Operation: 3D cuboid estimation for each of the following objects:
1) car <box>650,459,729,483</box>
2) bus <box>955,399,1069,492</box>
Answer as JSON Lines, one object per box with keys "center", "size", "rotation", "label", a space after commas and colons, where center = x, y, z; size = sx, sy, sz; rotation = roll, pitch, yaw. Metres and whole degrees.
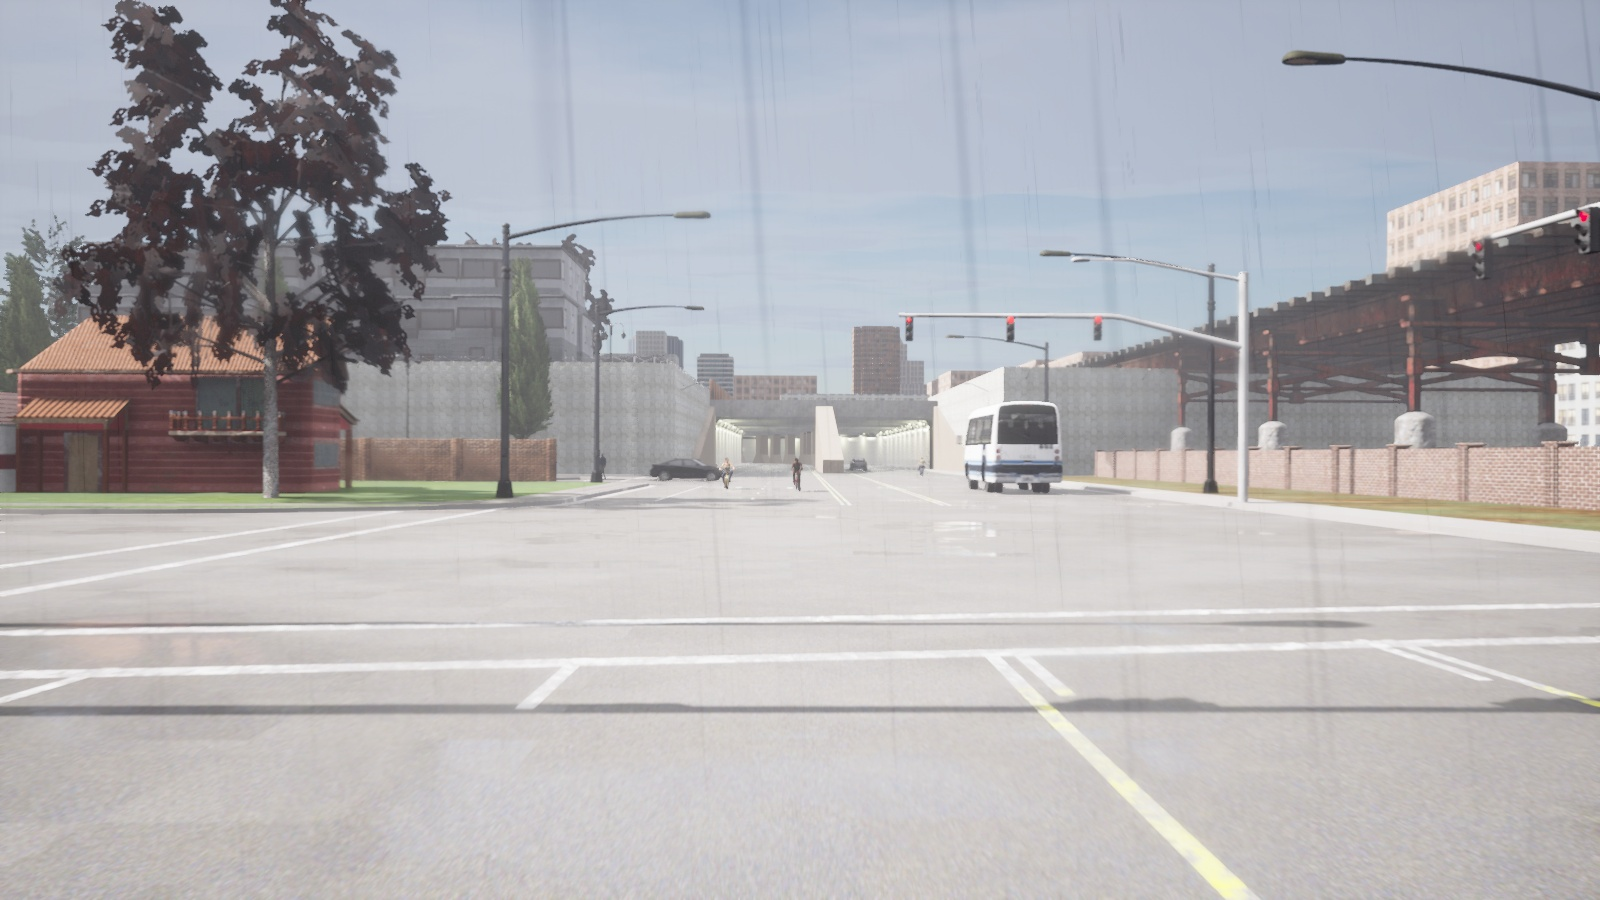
{"center": [-7.231, 1.340, 82.371], "size": [5.008, 1.535, 1.882], "rotation": [0, 0, 1], "label": "car"}
{"center": [10.344, -0.166, 62.710], "size": [3.944, 4.253, 10.273], "rotation": [0, 0, 0], "label": "bus"}
